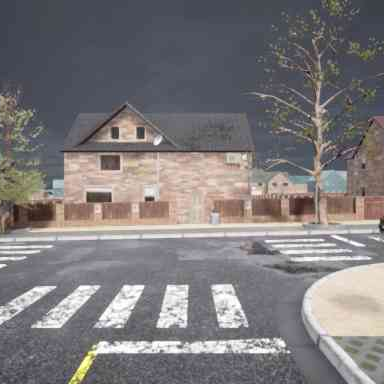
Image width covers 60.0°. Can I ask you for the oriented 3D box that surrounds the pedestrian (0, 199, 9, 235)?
[{"bbox_3d":[-9.656,1.251,16.919,0.375,1.860,0.375,0,2,0],"label":"pedestrian"}]

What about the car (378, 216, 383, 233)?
[{"bbox_3d":[10.553,1.155,14.021,5.008,1.535,1.882,-1,1,-1],"label":"car"}]
